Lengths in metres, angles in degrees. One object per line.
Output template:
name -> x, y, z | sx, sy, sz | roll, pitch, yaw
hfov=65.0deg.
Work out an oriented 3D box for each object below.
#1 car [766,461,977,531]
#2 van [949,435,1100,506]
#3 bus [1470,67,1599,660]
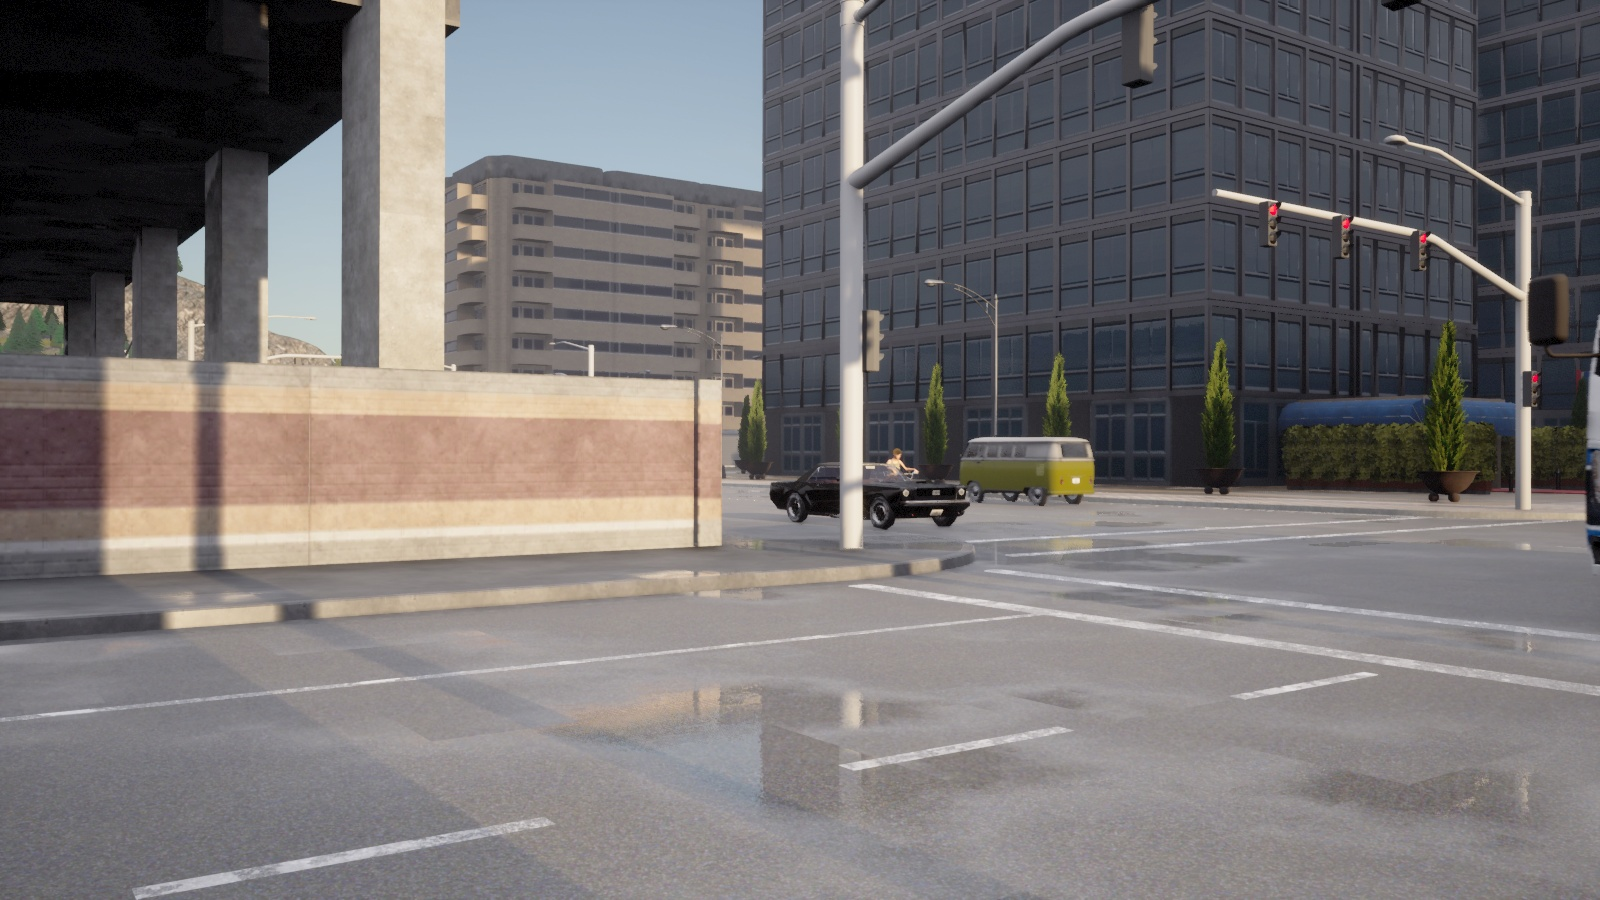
car -> 1.379, 0.907, 26.381 | 1.895, 1.301, 4.718 | 0, 0, -35
van -> 6.568, 0.575, 37.217 | 1.775, 1.987, 4.442 | 0, 0, -35
bus -> 10.515, -0.627, 11.189 | 10.273, 4.253, 3.944 | 0, 0, -36
